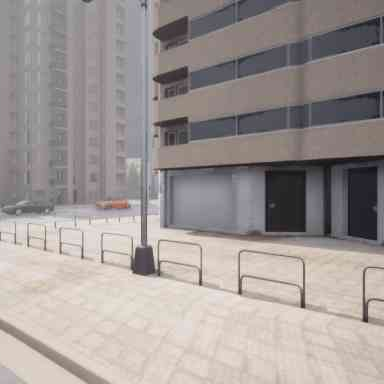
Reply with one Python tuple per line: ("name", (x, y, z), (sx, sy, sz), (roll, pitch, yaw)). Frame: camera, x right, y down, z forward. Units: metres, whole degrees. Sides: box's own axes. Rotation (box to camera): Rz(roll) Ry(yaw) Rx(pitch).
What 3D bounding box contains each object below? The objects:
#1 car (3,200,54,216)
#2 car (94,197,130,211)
("car", (-16.681, 1.560, 34.146), (1.837, 1.490, 4.892), (0, 0, 39))
("car", (-10.119, 1.407, 42.366), (2.097, 1.767, 4.553), (0, 0, 39))
